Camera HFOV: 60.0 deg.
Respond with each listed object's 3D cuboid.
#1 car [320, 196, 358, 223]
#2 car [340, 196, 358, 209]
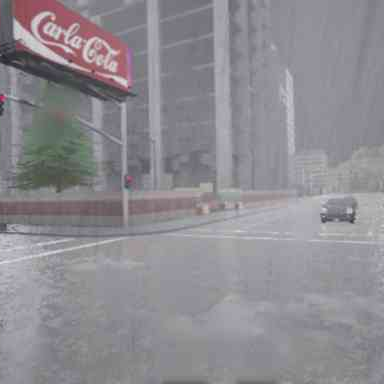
[{"bbox_3d":[10.528,1.238,23.923,2.097,1.767,4.553,-2,0,27],"label":"car"},{"bbox_3d":[19.661,1.274,41.636,1.837,1.490,4.892,-2,0,27],"label":"car"}]
